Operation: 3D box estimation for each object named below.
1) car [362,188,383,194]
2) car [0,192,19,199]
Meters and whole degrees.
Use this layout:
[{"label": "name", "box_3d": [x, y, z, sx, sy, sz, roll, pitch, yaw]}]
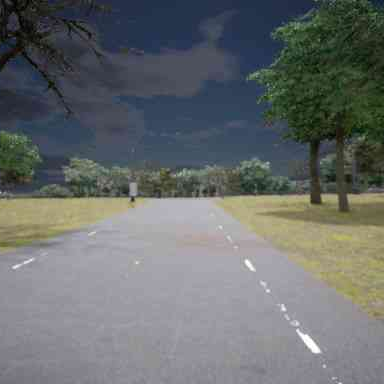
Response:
[{"label": "car", "box_3d": [40.152, -0.160, 73.617, 4.902, 1.511, 2.128, -1, -2, -1]}, {"label": "car", "box_3d": [-37.110, 0.743, 66.138, 4.902, 1.511, 2.128, -1, -2, 1]}]
